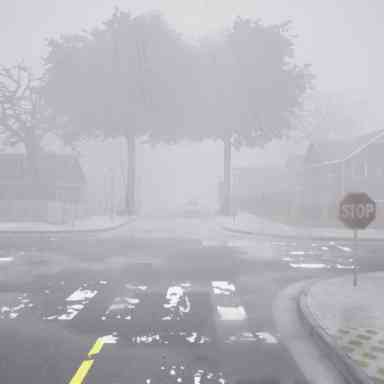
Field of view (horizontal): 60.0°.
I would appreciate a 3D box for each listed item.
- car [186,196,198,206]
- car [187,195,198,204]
[{"bbox_3d":[0.033,1.683,56.803,1.994,1.385,4.181,0,0,0],"label":"car"},{"bbox_3d":[0.039,1.508,66.823,2.097,1.767,4.553,0,0,0],"label":"car"}]
